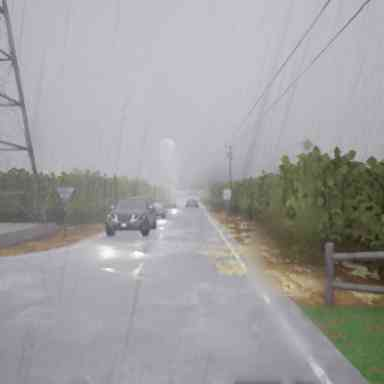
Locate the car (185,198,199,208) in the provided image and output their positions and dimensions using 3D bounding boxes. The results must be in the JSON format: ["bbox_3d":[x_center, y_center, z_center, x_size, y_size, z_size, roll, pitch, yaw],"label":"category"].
[{"bbox_3d":[-0.003,1.754,51.188,1.994,1.385,4.181,0,0,0],"label":"car"}]

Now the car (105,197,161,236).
[{"bbox_3d":[-3.331,1.306,19.306,2.150,2.045,5.566,0,0,1],"label":"car"}]

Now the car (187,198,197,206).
[{"bbox_3d":[-0.003,1.827,61.221,1.895,1.301,4.718,0,0,0],"label":"car"}]

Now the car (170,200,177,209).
[{"bbox_3d":[-3.255,1.794,49.709,1.895,1.301,4.718,0,0,1],"label":"car"}]

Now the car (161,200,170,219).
[{"bbox_3d":[-3.293,1.651,30.563,1.812,1.442,4.674,0,0,0],"label":"car"}]
